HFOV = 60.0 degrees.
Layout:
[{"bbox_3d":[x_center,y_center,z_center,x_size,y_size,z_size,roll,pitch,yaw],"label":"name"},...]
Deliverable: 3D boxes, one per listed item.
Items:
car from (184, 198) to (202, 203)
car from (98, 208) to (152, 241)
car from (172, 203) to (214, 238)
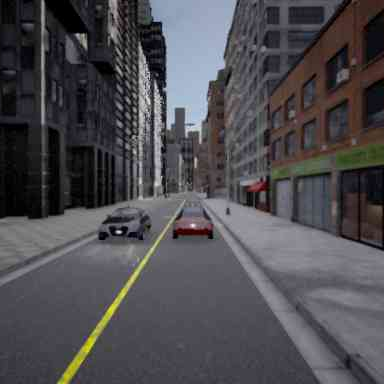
[{"bbox_3d":[0.096,1.327,36.307,2.033,1.411,5.357,0,0,0],"label":"car"},{"bbox_3d":[-3.080,1.472,15.971,1.994,1.385,4.181,0,0,0],"label":"car"},{"bbox_3d":[0.058,1.466,16.988,1.994,1.385,4.181,0,0,0],"label":"car"}]
